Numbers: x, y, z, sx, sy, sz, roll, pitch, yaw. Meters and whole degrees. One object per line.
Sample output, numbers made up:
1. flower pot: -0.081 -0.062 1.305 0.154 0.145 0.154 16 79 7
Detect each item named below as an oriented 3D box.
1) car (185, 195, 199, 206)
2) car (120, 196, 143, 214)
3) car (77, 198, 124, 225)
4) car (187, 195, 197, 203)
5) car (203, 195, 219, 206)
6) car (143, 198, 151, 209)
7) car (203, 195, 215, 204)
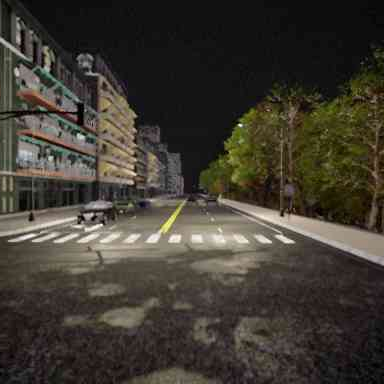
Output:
1. car: 0.006 1.381 53.930 2.128 1.511 4.902 0 0 0
2. car: -6.583 1.246 33.358 2.097 1.767 4.553 0 0 0
3. car: -6.593 1.404 23.554 2.128 1.511 4.902 0 0 0
4. car: 0.007 1.399 64.354 1.812 1.442 4.674 0 0 0
5. car: 3.256 1.396 53.934 2.128 1.511 4.902 0 0 0
6. car: -6.542 1.477 43.619 1.895 1.301 4.718 0 0 0
7. car: 3.257 1.380 64.353 2.128 1.511 4.902 0 0 0
